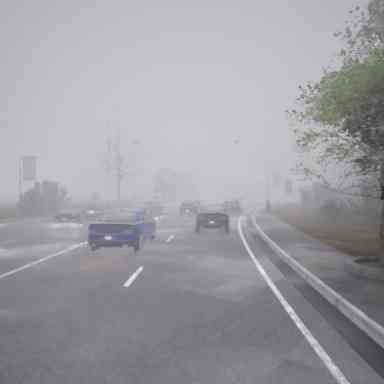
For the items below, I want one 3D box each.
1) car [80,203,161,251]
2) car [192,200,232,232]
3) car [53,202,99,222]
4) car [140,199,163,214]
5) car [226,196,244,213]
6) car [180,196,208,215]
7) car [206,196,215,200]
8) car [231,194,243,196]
[{"bbox_3d":[-2.782,1.471,14.262,1.882,1.535,5.008,0,0,4],"label":"car"},{"bbox_3d":[1.352,1.479,20.363,1.882,1.535,5.008,0,0,6],"label":"car"},{"bbox_3d":[-8.676,1.523,26.206,2.033,1.411,5.357,0,0,9],"label":"car"},{"bbox_3d":[-4.110,1.490,31.825,1.837,1.490,4.892,0,0,11],"label":"car"},{"bbox_3d":[4.622,1.501,37.991,2.128,1.511,4.902,0,0,14],"label":"car"},{"bbox_3d":[0.052,1.501,33.739,1.837,1.490,4.892,0,0,12],"label":"car"},{"bbox_3d":[3.067,1.449,66.019,1.882,1.535,5.008,0,0,24],"label":"car"},{"bbox_3d":[9.620,1.133,71.583,2.097,1.767,4.553,0,0,26],"label":"car"}]
